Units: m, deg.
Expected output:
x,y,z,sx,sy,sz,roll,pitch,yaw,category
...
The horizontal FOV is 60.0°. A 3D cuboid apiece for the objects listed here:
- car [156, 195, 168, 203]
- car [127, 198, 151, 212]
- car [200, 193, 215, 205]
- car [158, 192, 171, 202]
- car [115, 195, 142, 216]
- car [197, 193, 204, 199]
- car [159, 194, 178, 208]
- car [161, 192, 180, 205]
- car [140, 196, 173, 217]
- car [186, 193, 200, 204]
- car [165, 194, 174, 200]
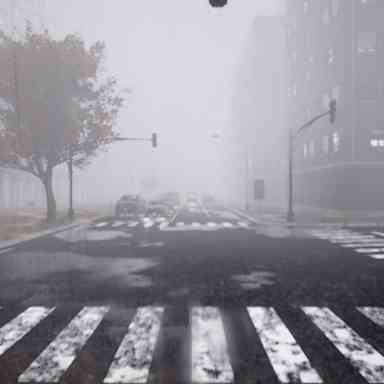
x,y,z,sx,sy,sz,roll,pitch,yaw,category
-5.715,1.289,64.015,1.947,1.339,4.313,0,0,0,car
-5.705,1.399,36.400,1.947,1.339,4.313,0,0,0,car
2.670,1.330,52.971,1.947,1.339,4.313,0,0,0,car
-5.717,1.018,69.536,2.192,1.841,5.009,0,0,0,car
-5.703,1.172,30.876,2.192,1.841,5.009,0,0,0,car
2.318,1.084,93.196,1.801,1.575,5.366,0,0,0,car
-3.115,1.363,40.623,2.033,1.411,5.357,0,0,0,car
-3.070,0.993,51.264,2.150,2.045,5.566,0,0,3,car
-3.112,1.407,30.170,2.033,1.411,5.357,0,0,0,car
0.081,1.345,57.931,1.895,1.301,4.718,0,0,0,car
-5.723,1.200,86.106,2.008,1.369,4.403,0,0,0,car
